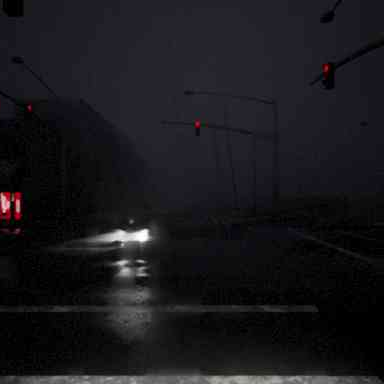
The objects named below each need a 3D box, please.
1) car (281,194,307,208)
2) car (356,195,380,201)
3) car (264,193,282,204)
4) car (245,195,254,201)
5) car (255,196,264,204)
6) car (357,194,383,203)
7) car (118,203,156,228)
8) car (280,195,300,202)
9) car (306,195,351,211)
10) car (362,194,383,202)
[{"bbox_3d":[14.191,1.164,41.338,5.027,1.636,2.152,0,0,0],"label":"car"},{"bbox_3d":[39.969,1.346,75.617,4.514,1.523,2.007,0,0,0],"label":"car"},{"bbox_3d":[14.198,1.086,54.132,3.866,1.878,1.905,0,0,0],"label":"car"},{"bbox_3d":[13.935,1.380,75.622,3.633,1.501,1.845,0,0,0],"label":"car"},{"bbox_3d":[13.788,1.106,57.038,4.605,1.855,1.932,0,0,0],"label":"car"},{"bbox_3d":[32.339,1.327,60.638,3.633,1.501,1.845,0,0,0],"label":"car"},{"bbox_3d":[-3.490,1.481,21.639,2.128,1.511,4.902,0,-1,0],"label":"car"},{"bbox_3d":[21.354,1.391,72.637,3.806,1.475,1.970,0,0,0],"label":"car"},{"bbox_3d":[14.511,1.243,34.920,3.806,1.475,1.970,0,0,0],"label":"car"},{"bbox_3d":[40.020,1.337,72.480,5.027,1.636,2.152,0,0,0],"label":"car"}]
